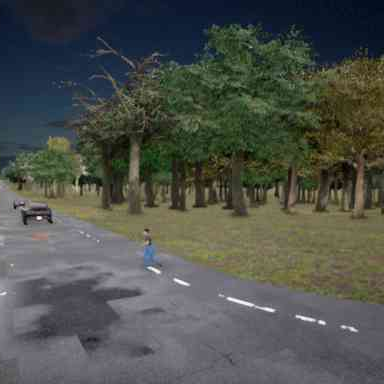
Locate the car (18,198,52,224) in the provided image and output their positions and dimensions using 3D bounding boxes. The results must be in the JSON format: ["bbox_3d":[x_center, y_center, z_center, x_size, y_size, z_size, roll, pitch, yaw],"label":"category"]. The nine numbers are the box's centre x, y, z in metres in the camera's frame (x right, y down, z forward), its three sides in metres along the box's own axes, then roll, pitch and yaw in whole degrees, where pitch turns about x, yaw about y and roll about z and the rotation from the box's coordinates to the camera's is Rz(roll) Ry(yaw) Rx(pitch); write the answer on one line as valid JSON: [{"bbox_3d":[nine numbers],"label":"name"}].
[{"bbox_3d":[-11.508,1.476,24.501,1.837,1.490,4.892,0,0,-30],"label":"car"}]

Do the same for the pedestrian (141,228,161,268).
[{"bbox_3d":[-1.242,1.566,9.700,0.375,1.300,0.375,-2,3,-30],"label":"pedestrian"}]

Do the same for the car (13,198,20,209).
[{"bbox_3d":[-22.433,1.425,43.683,2.033,1.411,5.357,0,0,-30],"label":"car"}]
